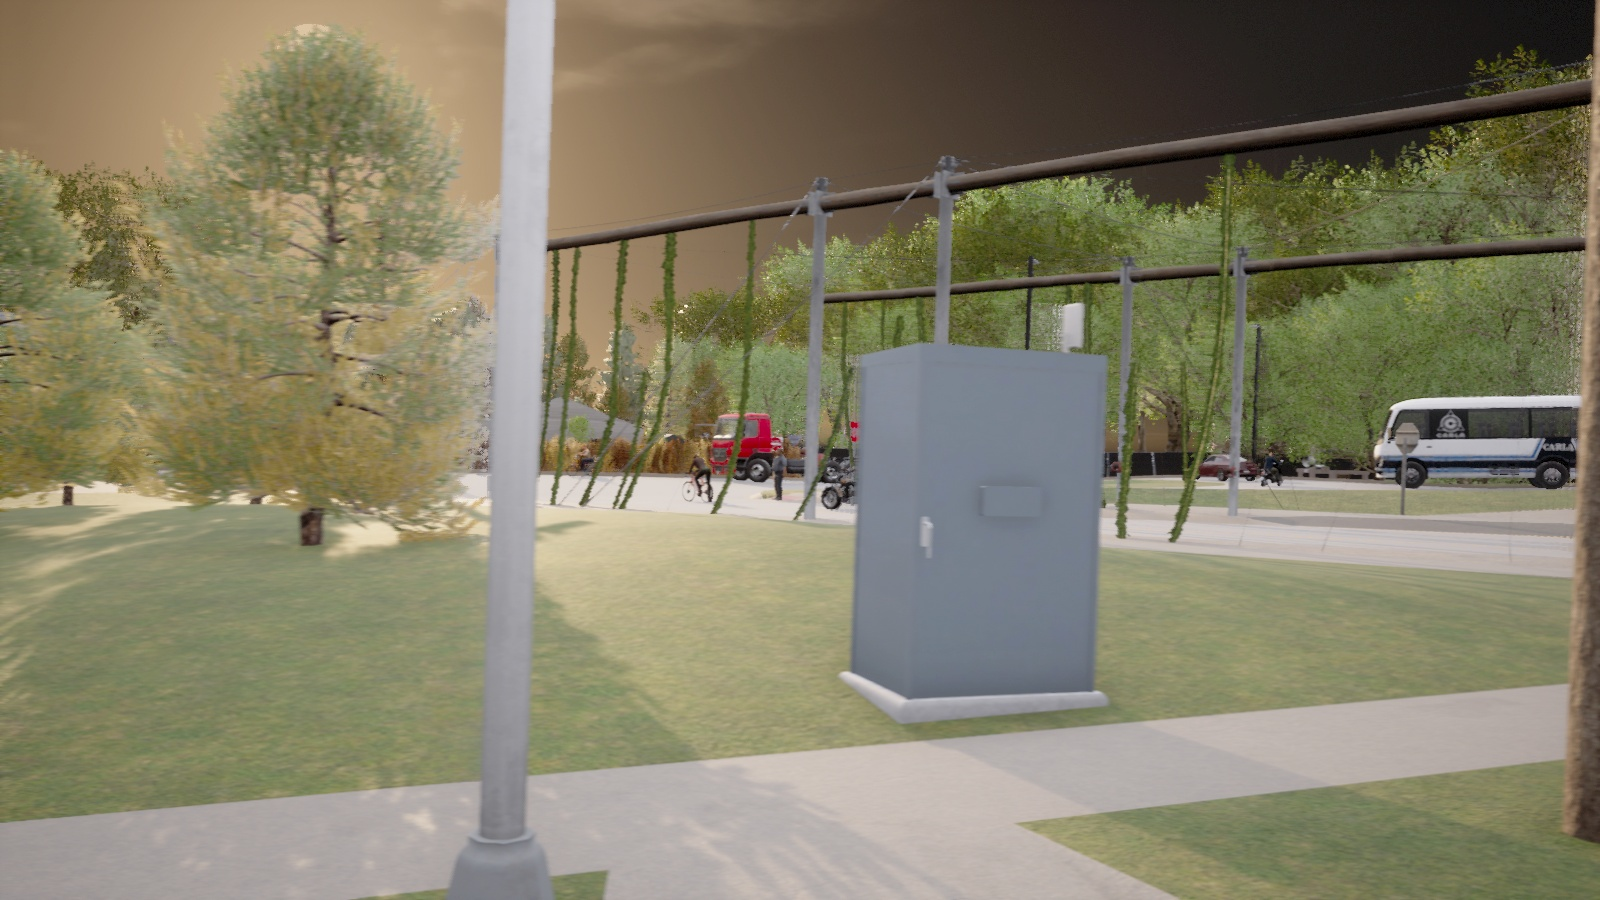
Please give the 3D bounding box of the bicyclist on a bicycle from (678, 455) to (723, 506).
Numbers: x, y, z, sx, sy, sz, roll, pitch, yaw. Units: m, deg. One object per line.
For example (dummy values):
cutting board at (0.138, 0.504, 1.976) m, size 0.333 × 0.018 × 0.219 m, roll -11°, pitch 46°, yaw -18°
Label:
bicyclist on a bicycle at (-3.279, 0.989, 41.258) m, size 0.582 × 1.620 × 1.656 m, roll 0°, pitch -1°, yaw -42°

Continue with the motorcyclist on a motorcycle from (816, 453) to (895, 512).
motorcyclist on a motorcycle at (1.594, 0.928, 36.184) m, size 2.350 × 1.649 × 0.766 m, roll -1°, pitch -1°, yaw 44°

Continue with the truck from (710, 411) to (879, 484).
truck at (-0.269, -0.095, 62.670) m, size 7.936 × 3.462 × 2.891 m, roll 0°, pitch 0°, yaw -23°

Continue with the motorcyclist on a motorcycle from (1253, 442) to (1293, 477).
motorcyclist on a motorcycle at (21.785, 0.423, 57.806) m, size 1.817 × 1.590 × 0.866 m, roll -1°, pitch 0°, yaw -38°

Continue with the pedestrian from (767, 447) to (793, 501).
pedestrian at (-0.697, 0.841, 43.902) m, size 0.694 × 1.848 × 0.540 m, roll 1°, pitch 0°, yaw -36°

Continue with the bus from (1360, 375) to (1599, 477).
bus at (31.580, -1.005, 57.974) m, size 10.273 × 4.253 × 3.944 m, roll -2°, pitch -1°, yaw 23°

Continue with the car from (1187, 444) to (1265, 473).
car at (22.568, 0.439, 66.788) m, size 1.812 × 1.442 × 4.674 m, roll -2°, pitch 1°, yaw -11°
